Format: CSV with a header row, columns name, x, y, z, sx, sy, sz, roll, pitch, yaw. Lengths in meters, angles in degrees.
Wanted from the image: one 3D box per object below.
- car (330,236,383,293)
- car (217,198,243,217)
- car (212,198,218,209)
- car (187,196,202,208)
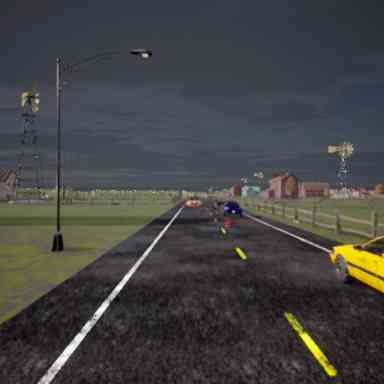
name,x,y,z,sx,sy,sz,roll,pitch,yaw
car,4.585,1.490,6.806,1.801,1.575,5.366,0,0,0
car,3.780,1.599,32.233,1.812,1.442,4.674,0,0,1
car,3.817,1.602,46.050,2.128,1.511,4.902,0,0,1
car,0.338,1.453,50.089,2.097,1.767,4.553,0,0,0
